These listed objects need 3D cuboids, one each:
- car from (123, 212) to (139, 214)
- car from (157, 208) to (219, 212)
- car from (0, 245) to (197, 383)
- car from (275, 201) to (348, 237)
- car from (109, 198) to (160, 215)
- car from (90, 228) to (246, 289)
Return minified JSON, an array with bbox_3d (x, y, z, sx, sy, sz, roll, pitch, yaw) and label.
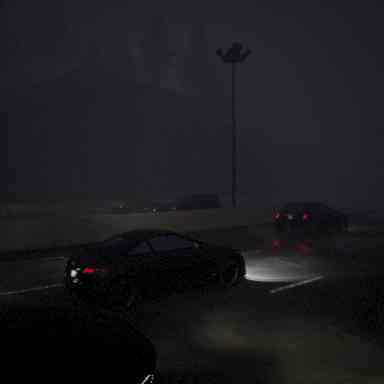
[{"bbox_3d":[-4.100,1.526,32.026,4.181,1.385,1.994,0,0,-41],"label":"car"},{"bbox_3d":[-0.049,1.180,26.288,5.566,2.045,2.150,0,0,-40],"label":"car"},{"bbox_3d":[-2.561,1.487,2.012,5.008,1.535,1.882,0,0,-36],"label":"car"},{"bbox_3d":[6.556,1.291,18.078,4.553,1.767,2.097,0,0,-40],"label":"car"},{"bbox_3d":[-6.011,1.444,34.984,5.008,1.535,1.882,0,0,-41],"label":"car"},{"bbox_3d":[-0.722,1.554,7.721,4.181,1.385,1.994,0,0,-37],"label":"car"}]
